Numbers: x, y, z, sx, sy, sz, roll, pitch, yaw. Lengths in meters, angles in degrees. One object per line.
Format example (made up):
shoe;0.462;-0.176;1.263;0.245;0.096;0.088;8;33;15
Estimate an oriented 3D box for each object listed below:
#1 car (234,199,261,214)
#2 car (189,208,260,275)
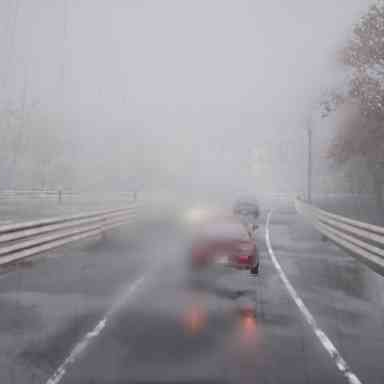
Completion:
car;4.518;1.274;26.962;2.128;1.511;4.902;0;1;14
car;1.047;1.437;10.173;1.812;1.442;4.674;0;1;8
